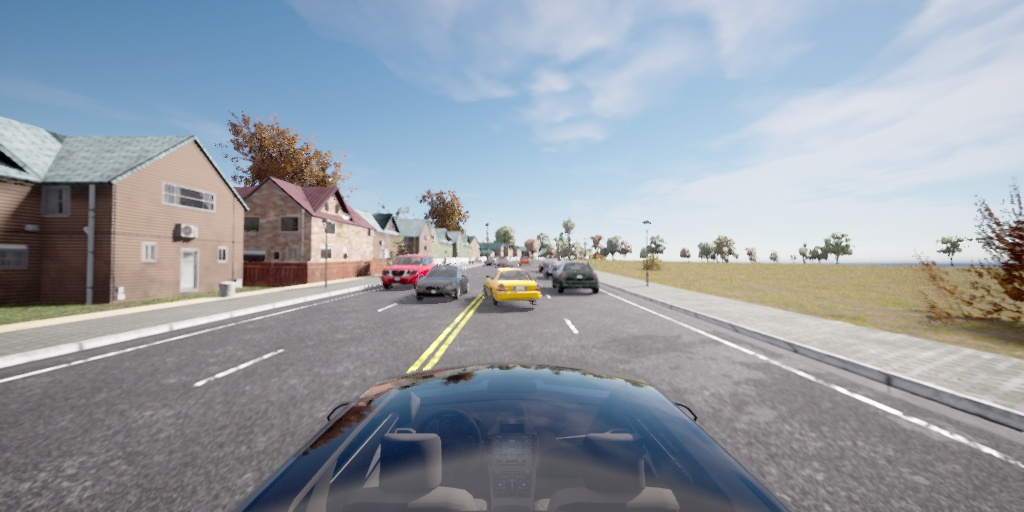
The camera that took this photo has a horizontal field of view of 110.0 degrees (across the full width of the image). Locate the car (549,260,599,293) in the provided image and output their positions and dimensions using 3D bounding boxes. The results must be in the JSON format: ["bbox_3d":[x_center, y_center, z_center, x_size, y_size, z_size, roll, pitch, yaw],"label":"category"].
[{"bbox_3d":[3.461,1.060,20.243,2.097,1.767,4.553,0,0,1],"label":"car"}]

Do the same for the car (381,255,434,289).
[{"bbox_3d":[-6.318,0.928,22.702,2.150,2.045,5.566,0,0,1],"label":"car"}]

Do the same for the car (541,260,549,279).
[{"bbox_3d":[3.768,1.287,31.243,1.895,1.301,4.718,0,0,2],"label":"car"}]

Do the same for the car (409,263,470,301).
[{"bbox_3d":[-3.181,1.221,17.167,1.837,1.490,4.892,0,0,1],"label":"car"}]

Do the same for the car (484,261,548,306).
[{"bbox_3d":[-0.127,1.174,15.718,1.801,1.575,5.366,0,0,-10],"label":"car"}]

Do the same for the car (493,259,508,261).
[{"bbox_3d":[-1.470,1.173,58.333,1.812,1.442,4.674,0,0,4],"label":"car"}]
